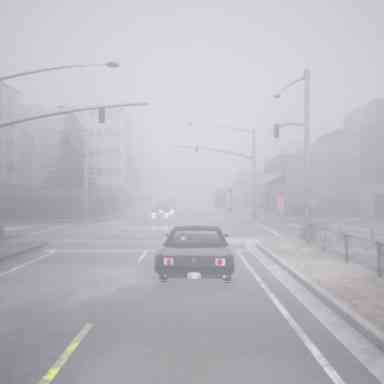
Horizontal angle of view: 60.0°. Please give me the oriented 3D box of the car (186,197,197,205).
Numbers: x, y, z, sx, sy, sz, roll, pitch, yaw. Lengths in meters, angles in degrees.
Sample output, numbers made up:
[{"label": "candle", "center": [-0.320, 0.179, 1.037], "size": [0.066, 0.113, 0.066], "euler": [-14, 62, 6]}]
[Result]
[{"label": "car", "center": [-0.062, 1.734, 62.768], "size": [2.128, 1.511, 4.902], "euler": [0, 0, 0]}]

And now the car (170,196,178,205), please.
[{"label": "car", "center": [-3.610, 1.584, 59.950], "size": [2.097, 1.767, 4.553], "euler": [0, 0, 0]}]

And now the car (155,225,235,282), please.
[{"label": "car", "center": [0.163, 1.639, 9.876], "size": [1.895, 1.301, 4.718], "euler": [0, 0, 3]}]

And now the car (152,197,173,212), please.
[{"label": "car", "center": [-3.639, 1.662, 40.516], "size": [1.837, 1.490, 4.892], "euler": [0, 0, 0]}]

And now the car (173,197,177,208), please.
[{"label": "car", "center": [-3.640, 1.794, 49.781], "size": [1.895, 1.301, 4.718], "euler": [0, 0, 0]}]
